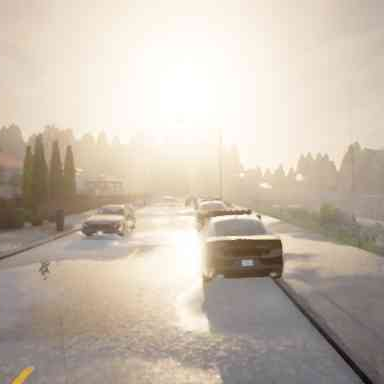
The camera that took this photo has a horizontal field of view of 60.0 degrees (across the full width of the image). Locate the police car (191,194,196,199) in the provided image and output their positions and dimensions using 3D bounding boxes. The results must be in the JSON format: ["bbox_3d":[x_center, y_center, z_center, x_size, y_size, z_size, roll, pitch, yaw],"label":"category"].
[{"bbox_3d":[1.144,1.162,25.597,1.930,1.638,5.238,-4,0,0],"label":"police car"}]

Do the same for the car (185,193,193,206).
[{"bbox_3d":[0.030,1.187,45.294,1.994,1.385,4.181,0,0,0],"label":"car"}]

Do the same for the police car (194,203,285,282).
[{"bbox_3d":[1.159,1.320,9.614,1.930,1.638,5.238,-2,-1,0],"label":"police car"}]

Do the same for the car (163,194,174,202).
[{"bbox_3d":[-4.062,1.063,58.265,2.033,1.411,5.357,0,0,1],"label":"car"}]

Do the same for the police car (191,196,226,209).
[{"bbox_3d":[1.142,1.211,19.606,1.930,1.638,5.238,-4,0,0],"label":"police car"}]

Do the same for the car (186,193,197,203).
[{"bbox_3d":[-0.004,1.024,57.848,1.837,1.490,4.892,0,0,0],"label":"car"}]

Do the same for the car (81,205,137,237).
[{"bbox_3d":[-4.103,1.401,17.444,2.033,1.411,5.357,0,0,0],"label":"car"}]
